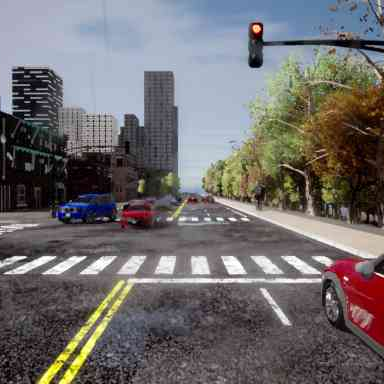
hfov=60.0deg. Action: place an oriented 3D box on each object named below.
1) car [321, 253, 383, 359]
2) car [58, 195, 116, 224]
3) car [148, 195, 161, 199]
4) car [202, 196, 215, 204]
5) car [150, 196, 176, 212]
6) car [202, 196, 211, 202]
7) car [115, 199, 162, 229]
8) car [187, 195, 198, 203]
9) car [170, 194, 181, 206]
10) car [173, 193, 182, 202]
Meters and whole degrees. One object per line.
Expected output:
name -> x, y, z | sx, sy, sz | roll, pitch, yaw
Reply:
car -> 3.350, 1.351, 4.140 | 2.097, 1.767, 4.553 | 0, 0, 0
car -> -7.672, 1.219, 25.166 | 2.150, 2.045, 5.566 | 1, 0, 15
car -> -6.569, 1.545, 53.285 | 1.994, 1.385, 4.181 | 0, 0, 0
car -> 3.373, 1.453, 65.312 | 1.882, 1.535, 5.008 | 0, 0, 0
car -> -3.330, 1.534, 39.196 | 2.033, 1.411, 5.357 | 0, 0, 0
car -> 3.279, 1.522, 75.455 | 1.994, 1.385, 4.181 | 0, 0, 0
car -> -3.342, 1.472, 21.756 | 1.882, 1.535, 5.008 | 0, 0, 0
car -> 0.123, 1.327, 65.981 | 2.097, 1.767, 4.553 | 0, 0, 0
car -> -3.311, 1.528, 54.140 | 2.033, 1.411, 5.357 | 0, 0, 0
car -> -3.225, 1.221, 69.361 | 2.150, 2.045, 5.566 | 0, 0, 0
